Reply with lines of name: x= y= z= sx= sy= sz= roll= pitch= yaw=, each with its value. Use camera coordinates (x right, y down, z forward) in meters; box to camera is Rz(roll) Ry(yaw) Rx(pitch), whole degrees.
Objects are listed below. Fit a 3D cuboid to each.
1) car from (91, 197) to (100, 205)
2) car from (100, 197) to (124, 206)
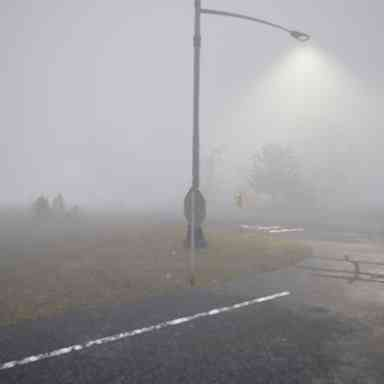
car: x=-16.830 y=1.602 z=60.523 sx=2.033 sy=1.411 sz=5.357 roll=1 pitch=0 yaw=-34
car: x=-12.839 y=1.614 z=54.609 sx=2.033 sy=1.411 sz=5.357 roll=1 pitch=0 yaw=-33
